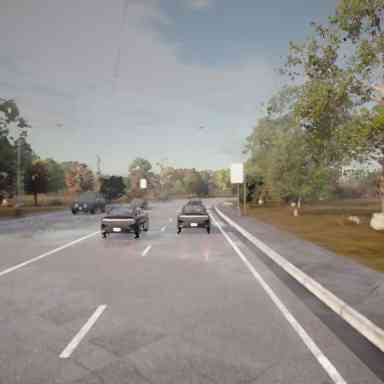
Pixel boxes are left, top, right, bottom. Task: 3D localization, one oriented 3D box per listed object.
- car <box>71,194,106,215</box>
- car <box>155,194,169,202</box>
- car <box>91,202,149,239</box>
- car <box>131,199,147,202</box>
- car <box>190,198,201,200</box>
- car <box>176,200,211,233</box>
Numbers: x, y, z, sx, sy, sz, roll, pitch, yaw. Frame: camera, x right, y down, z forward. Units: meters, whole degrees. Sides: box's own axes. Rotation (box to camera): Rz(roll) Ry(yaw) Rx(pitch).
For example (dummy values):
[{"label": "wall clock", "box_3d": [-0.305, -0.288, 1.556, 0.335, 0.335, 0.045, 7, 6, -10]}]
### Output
[{"label": "car", "box_3d": [-10.481, 1.219, 34.107, 2.150, 2.045, 5.566, 0, 0, 1]}, {"label": "car", "box_3d": [-6.666, 1.277, 74.141, 2.097, 1.767, 4.553, 0, 0, 12]}, {"label": "car", "box_3d": [-3.397, 1.489, 17.491, 2.128, 1.511, 4.902, 0, 0, 0]}, {"label": "car", "box_3d": [-6.761, 1.542, 42.020, 2.033, 1.411, 5.357, 0, 0, 2]}, {"label": "car", "box_3d": [0.433, 1.501, 41.882, 1.837, 1.490, 4.892, 0, 0, 2]}, {"label": "car", "box_3d": [0.104, 1.489, 19.792, 2.128, 1.511, 4.902, 0, 0, 0]}]
